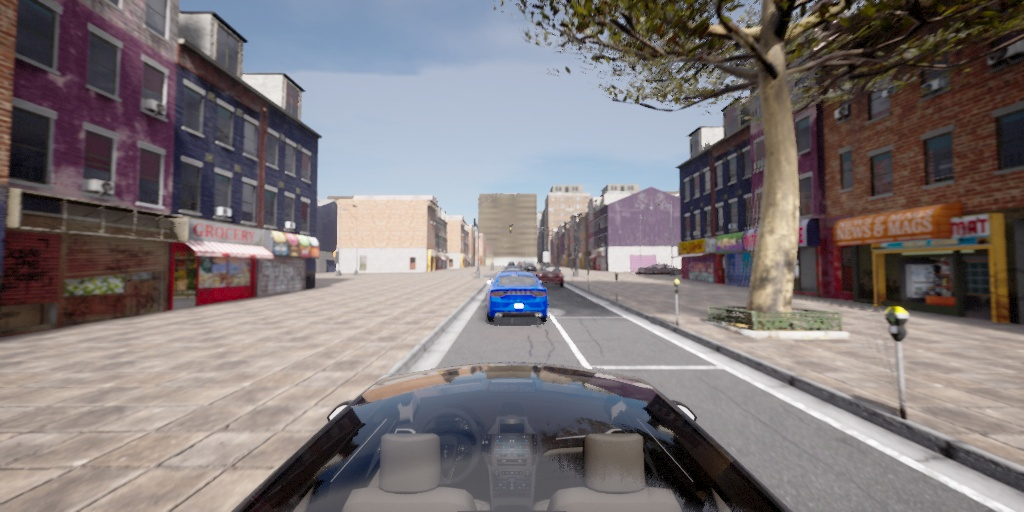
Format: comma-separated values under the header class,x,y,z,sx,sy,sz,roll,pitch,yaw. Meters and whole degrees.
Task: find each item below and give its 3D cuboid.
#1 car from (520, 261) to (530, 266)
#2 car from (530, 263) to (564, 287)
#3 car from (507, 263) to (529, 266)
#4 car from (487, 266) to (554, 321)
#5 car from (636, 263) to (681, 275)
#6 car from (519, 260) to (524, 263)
class,x,y,z,sx,sy,sz,roll,pitch,yaw
car,2.577,1.747,53.028,1.948,1.339,4.313,0,0,0
car,2.611,1.362,26.285,1.967,1.591,4.097,0,0,0
car,0.074,1.450,26.487,1.812,1.442,4.674,0,-1,0
car,0.122,1.299,12.797,1.882,1.535,5.008,0,0,-2
car,16.087,1.498,38.195,5.357,1.411,2.033,0,-2,1
car,2.570,1.814,58.464,1.948,1.339,4.313,0,0,0
